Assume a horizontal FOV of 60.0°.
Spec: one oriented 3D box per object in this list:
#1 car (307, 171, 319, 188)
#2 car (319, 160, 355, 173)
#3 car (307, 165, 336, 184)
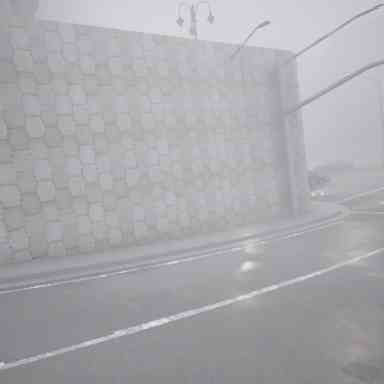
[{"bbox_3d":[8.046,-0.735,29.579,2.033,1.411,5.357,-11,7,-35],"label":"car"},{"bbox_3d":[17.288,-3.073,40.778,2.128,1.511,4.902,-11,7,-35],"label":"car"},{"bbox_3d":[10.715,-1.340,31.786,1.837,1.490,4.892,-11,6,-34],"label":"car"}]
